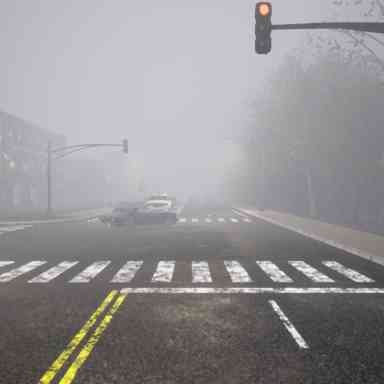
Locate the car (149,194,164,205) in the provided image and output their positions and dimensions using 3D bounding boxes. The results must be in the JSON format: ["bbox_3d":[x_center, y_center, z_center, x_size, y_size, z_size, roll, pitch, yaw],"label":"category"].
[{"bbox_3d":[-6.493,1.329,61.178,2.097,1.767,4.553,0,0,0],"label":"car"}]

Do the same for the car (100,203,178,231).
[{"bbox_3d":[-3.194,1.595,20.804,4.718,1.301,1.895,0,0,-42],"label":"car"}]

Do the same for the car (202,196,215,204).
[{"bbox_3d":[3.423,1.576,64.722,1.895,1.301,4.718,0,0,0],"label":"car"}]

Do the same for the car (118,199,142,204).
[{"bbox_3d":[-6.557,1.591,33.142,1.895,1.301,4.718,0,0,0],"label":"car"}]

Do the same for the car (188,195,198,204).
[{"bbox_3d":[0.172,1.467,64.707,2.128,1.511,4.902,0,0,0],"label":"car"}]

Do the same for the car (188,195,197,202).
[{"bbox_3d":[0.087,1.447,75.017,1.882,1.535,5.008,0,0,0],"label":"car"}]

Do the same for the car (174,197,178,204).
[{"bbox_3d":[-3.291,1.586,43.791,1.895,1.301,4.718,0,0,1],"label":"car"}]

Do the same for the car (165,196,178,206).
[{"bbox_3d":[-3.277,1.485,53.940,1.837,1.490,4.892,0,0,0],"label":"car"}]

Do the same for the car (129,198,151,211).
[{"bbox_3d":[-6.537,1.550,42.070,1.994,1.385,4.181,0,0,1],"label":"car"}]

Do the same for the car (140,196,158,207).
[{"bbox_3d":[-6.530,1.473,51.124,2.128,1.511,4.902,0,0,0],"label":"car"}]

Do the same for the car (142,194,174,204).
[{"bbox_3d":[-3.304,1.211,33.735,2.150,2.045,5.566,0,0,0],"label":"car"}]

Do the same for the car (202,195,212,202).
[{"bbox_3d":[3.335,1.510,74.740,2.033,1.411,5.357,0,0,0],"label":"car"}]
